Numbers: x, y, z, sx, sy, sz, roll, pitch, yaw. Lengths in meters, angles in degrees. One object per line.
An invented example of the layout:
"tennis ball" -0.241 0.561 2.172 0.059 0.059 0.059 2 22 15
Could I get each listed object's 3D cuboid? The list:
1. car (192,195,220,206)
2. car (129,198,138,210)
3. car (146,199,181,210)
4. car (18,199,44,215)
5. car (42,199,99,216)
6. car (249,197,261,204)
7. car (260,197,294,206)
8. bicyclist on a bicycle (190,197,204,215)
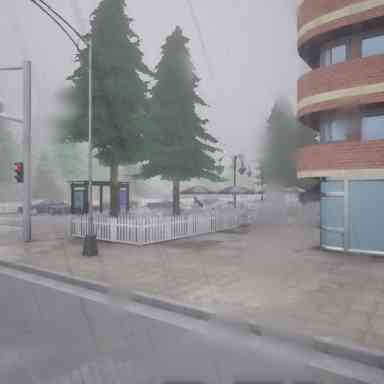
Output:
"car" 2.162 1.297 52.239 4.553 1.767 2.097 0 0 -36
"car" -8.821 1.422 40.710 1.882 1.535 5.008 0 0 38
"car" -3.545 1.546 41.902 1.895 1.301 4.718 0 0 39
"car" -14.582 1.422 32.984 1.882 1.535 5.008 0 0 36
"car" -11.284 1.545 31.590 1.895 1.301 4.718 0 0 36
"car" 11.121 1.509 53.850 4.181 1.385 1.994 0 0 -27
"car" 13.332 1.545 50.766 4.718 1.301 1.895 0 0 -26
"bicyclist on a bicycle" 0.404 1.245 27.328 1.656 1.620 0.582 0 0 36
